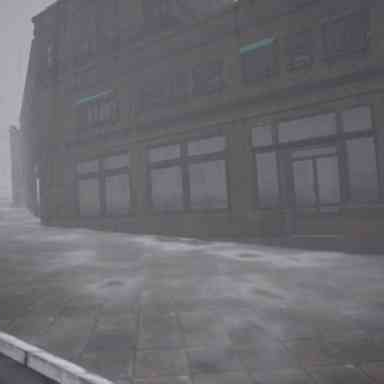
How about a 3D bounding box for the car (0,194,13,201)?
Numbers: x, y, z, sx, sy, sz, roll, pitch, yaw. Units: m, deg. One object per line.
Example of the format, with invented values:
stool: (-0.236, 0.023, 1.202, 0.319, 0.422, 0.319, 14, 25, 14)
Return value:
car: (-35.909, 1.112, 64.513, 1.895, 1.301, 4.718, -4, 0, 8)
